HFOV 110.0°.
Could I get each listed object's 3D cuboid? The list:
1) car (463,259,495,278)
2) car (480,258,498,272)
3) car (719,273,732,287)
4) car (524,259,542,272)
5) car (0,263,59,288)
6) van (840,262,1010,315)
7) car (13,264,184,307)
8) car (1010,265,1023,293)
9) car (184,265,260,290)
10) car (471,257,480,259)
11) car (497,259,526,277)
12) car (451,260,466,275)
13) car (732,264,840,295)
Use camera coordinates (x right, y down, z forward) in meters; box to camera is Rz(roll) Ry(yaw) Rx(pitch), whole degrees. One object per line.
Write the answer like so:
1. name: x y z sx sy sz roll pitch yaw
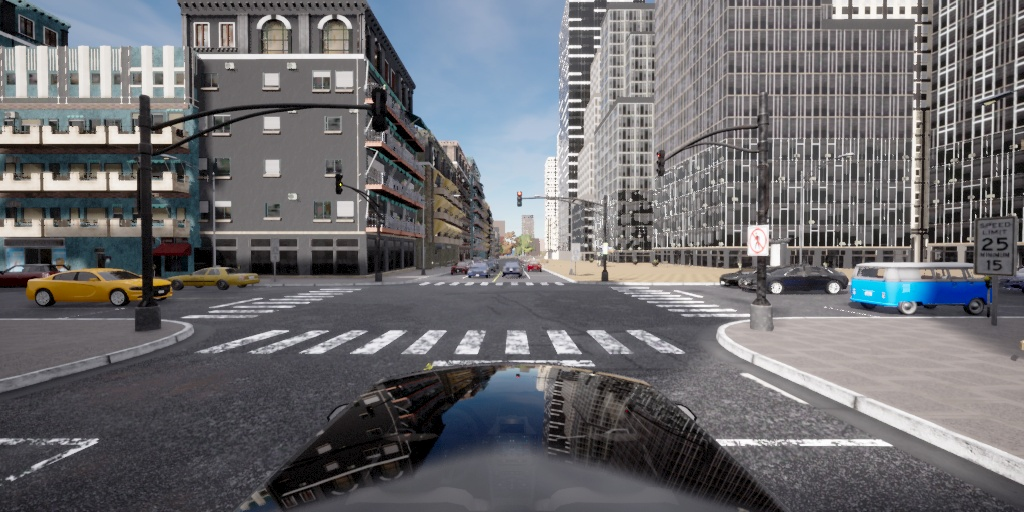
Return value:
1. car: -3.011 1.293 33.970 2.033 1.411 5.357 0 0 0
2. car: -2.981 1.309 44.003 1.994 1.385 4.181 0 0 0
3. car: 14.729 1.216 21.334 4.313 1.339 1.948 0 0 0
4. car: 2.776 1.290 45.103 1.888 1.381 4.507 0 0 0
5. car: -28.727 1.190 21.384 4.097 1.591 1.967 0 0 0
6. van: 14.719 1.117 12.953 3.998 1.789 1.690 0 0 0
7. car: -17.726 1.287 15.567 5.008 1.535 1.882 0 1 0
8. car: 27.460 1.191 18.715 4.674 1.442 1.812 0 1 0
9. car: -17.829 1.247 21.371 4.829 1.417 1.751 0 0 0
10. car: -5.571 1.185 45.069 1.967 1.591 4.097 0 0 0
11. car: 0.048 1.292 35.243 2.033 1.411 5.357 0 0 3
12. car: -5.587 1.290 39.420 1.888 1.381 4.507 0 0 0
13. car: 14.639 1.194 18.732 4.892 1.490 1.837 0 1 0
